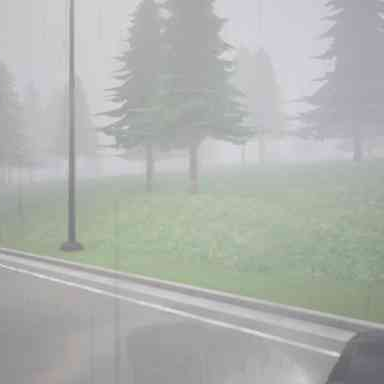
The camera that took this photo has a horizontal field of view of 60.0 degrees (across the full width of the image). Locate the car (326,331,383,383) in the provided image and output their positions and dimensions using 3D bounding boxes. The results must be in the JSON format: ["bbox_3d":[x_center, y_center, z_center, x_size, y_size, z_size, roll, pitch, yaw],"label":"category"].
[{"bbox_3d":[3.436,1.549,1.538,5.357,1.411,2.033,0,0,36],"label":"car"}]
